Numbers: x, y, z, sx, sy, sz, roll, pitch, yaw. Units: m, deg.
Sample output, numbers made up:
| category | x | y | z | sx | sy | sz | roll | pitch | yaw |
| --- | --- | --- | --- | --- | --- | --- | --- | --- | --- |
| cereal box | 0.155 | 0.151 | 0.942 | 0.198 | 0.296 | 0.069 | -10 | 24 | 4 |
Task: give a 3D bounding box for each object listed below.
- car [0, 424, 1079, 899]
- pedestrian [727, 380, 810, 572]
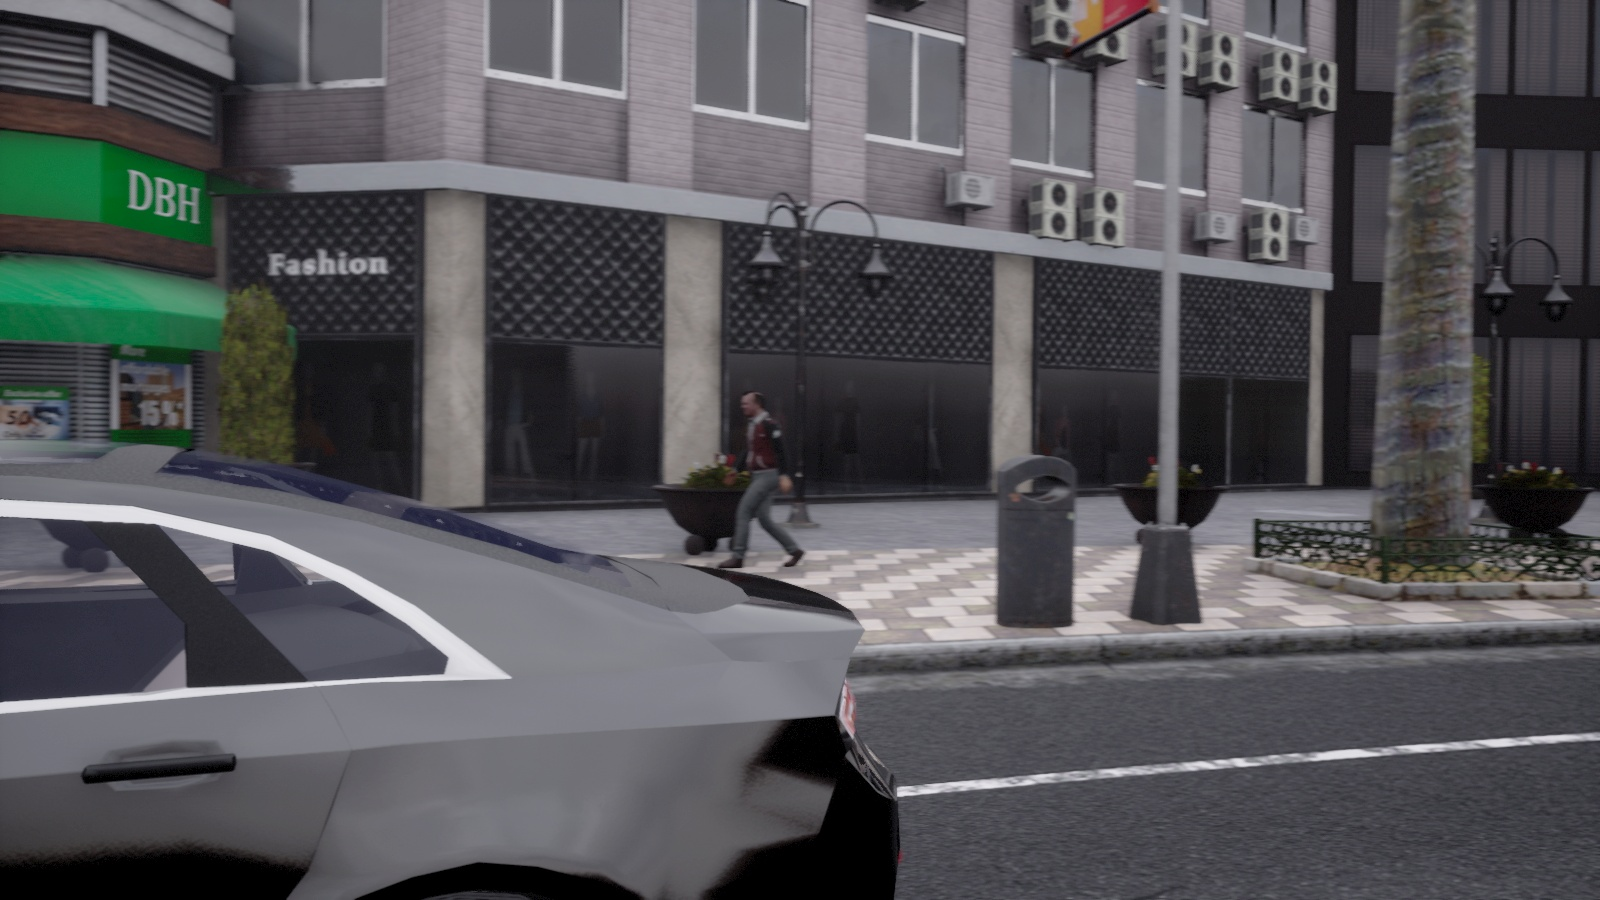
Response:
| category | x | y | z | sx | sy | sz | roll | pitch | yaw |
| --- | --- | --- | --- | --- | --- | --- | --- | --- | --- |
| car | -2.158 | 0.735 | 2.402 | 4.902 | 1.511 | 2.128 | -1 | 1 | -22 |
| pedestrian | -0.309 | 0.246 | 12.385 | 0.720 | 1.854 | 0.376 | -1 | 1 | -20 |
